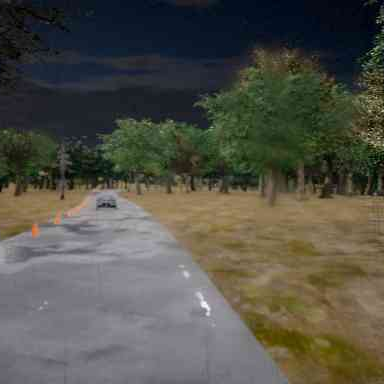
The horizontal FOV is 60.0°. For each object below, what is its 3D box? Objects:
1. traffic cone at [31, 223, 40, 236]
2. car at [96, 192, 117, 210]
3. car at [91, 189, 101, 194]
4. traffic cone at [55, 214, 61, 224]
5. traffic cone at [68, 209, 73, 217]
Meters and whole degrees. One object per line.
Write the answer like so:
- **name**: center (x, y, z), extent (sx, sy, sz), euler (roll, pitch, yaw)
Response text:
- **traffic cone**: center (-6.985, 1.661, 14.841), extent (0.340, 0.580, 0.340), euler (2, 0, -11)
- **car**: center (-8.582, 1.040, 33.462), extent (1.994, 1.385, 4.181), euler (1, 1, -14)
- **car**: center (-21.054, -0.066, 72.902), extent (1.882, 1.535, 5.008), euler (1, 1, -16)
- **traffic cone**: center (-7.948, 1.592, 19.711), extent (0.340, 0.580, 0.340), euler (2, 1, -12)
- **traffic cone**: center (-8.971, 1.516, 24.567), extent (0.340, 0.580, 0.340), euler (1, 1, -12)
